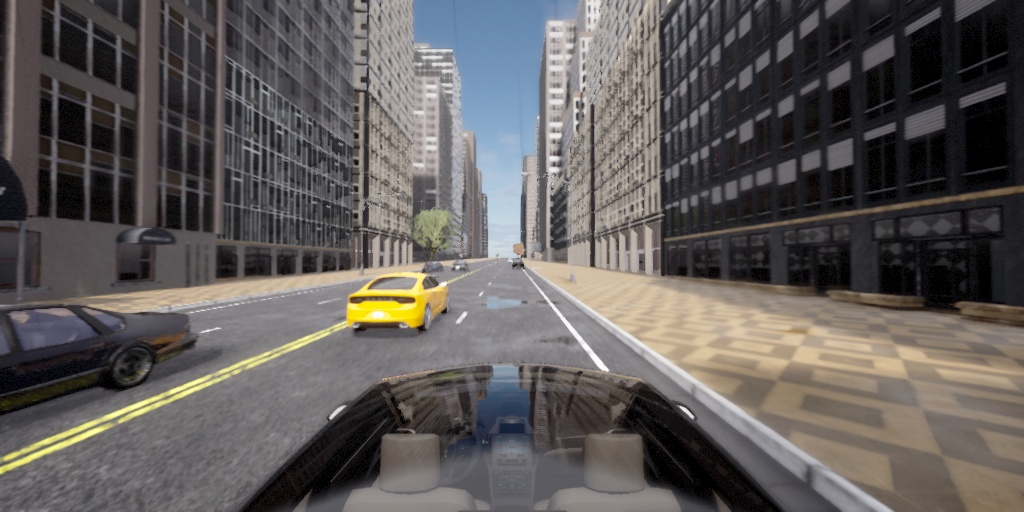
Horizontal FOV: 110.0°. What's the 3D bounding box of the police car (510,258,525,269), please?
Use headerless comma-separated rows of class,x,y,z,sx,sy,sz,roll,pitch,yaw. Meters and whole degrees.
police car,0.986,1.179,54.951,1.930,1.638,5.238,0,0,0

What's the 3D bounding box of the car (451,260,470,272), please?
car,-6.558,1.243,45.805,2.128,1.511,4.902,0,0,0

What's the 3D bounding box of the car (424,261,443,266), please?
car,-9.812,1.316,44.945,1.994,1.385,4.181,0,0,0

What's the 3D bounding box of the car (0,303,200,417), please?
car,-6.597,1.298,4.075,2.033,1.411,5.357,0,0,0

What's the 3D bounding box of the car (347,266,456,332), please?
car,-3.148,1.228,10.903,1.882,1.535,5.008,0,0,0
